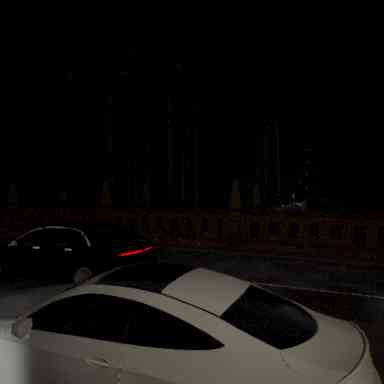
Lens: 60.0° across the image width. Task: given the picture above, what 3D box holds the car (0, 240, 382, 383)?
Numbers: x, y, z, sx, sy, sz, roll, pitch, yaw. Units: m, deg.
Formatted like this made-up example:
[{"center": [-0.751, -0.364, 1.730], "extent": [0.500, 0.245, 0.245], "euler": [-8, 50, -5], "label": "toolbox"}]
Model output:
[{"center": [-0.638, 1.525, 3.532], "extent": [4.674, 1.442, 1.812], "euler": [0, 0, 24], "label": "car"}]

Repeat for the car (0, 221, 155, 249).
[{"center": [-3.228, 1.509, 8.528], "extent": [4.892, 1.490, 1.837], "euler": [0, 0, 24], "label": "car"}]
